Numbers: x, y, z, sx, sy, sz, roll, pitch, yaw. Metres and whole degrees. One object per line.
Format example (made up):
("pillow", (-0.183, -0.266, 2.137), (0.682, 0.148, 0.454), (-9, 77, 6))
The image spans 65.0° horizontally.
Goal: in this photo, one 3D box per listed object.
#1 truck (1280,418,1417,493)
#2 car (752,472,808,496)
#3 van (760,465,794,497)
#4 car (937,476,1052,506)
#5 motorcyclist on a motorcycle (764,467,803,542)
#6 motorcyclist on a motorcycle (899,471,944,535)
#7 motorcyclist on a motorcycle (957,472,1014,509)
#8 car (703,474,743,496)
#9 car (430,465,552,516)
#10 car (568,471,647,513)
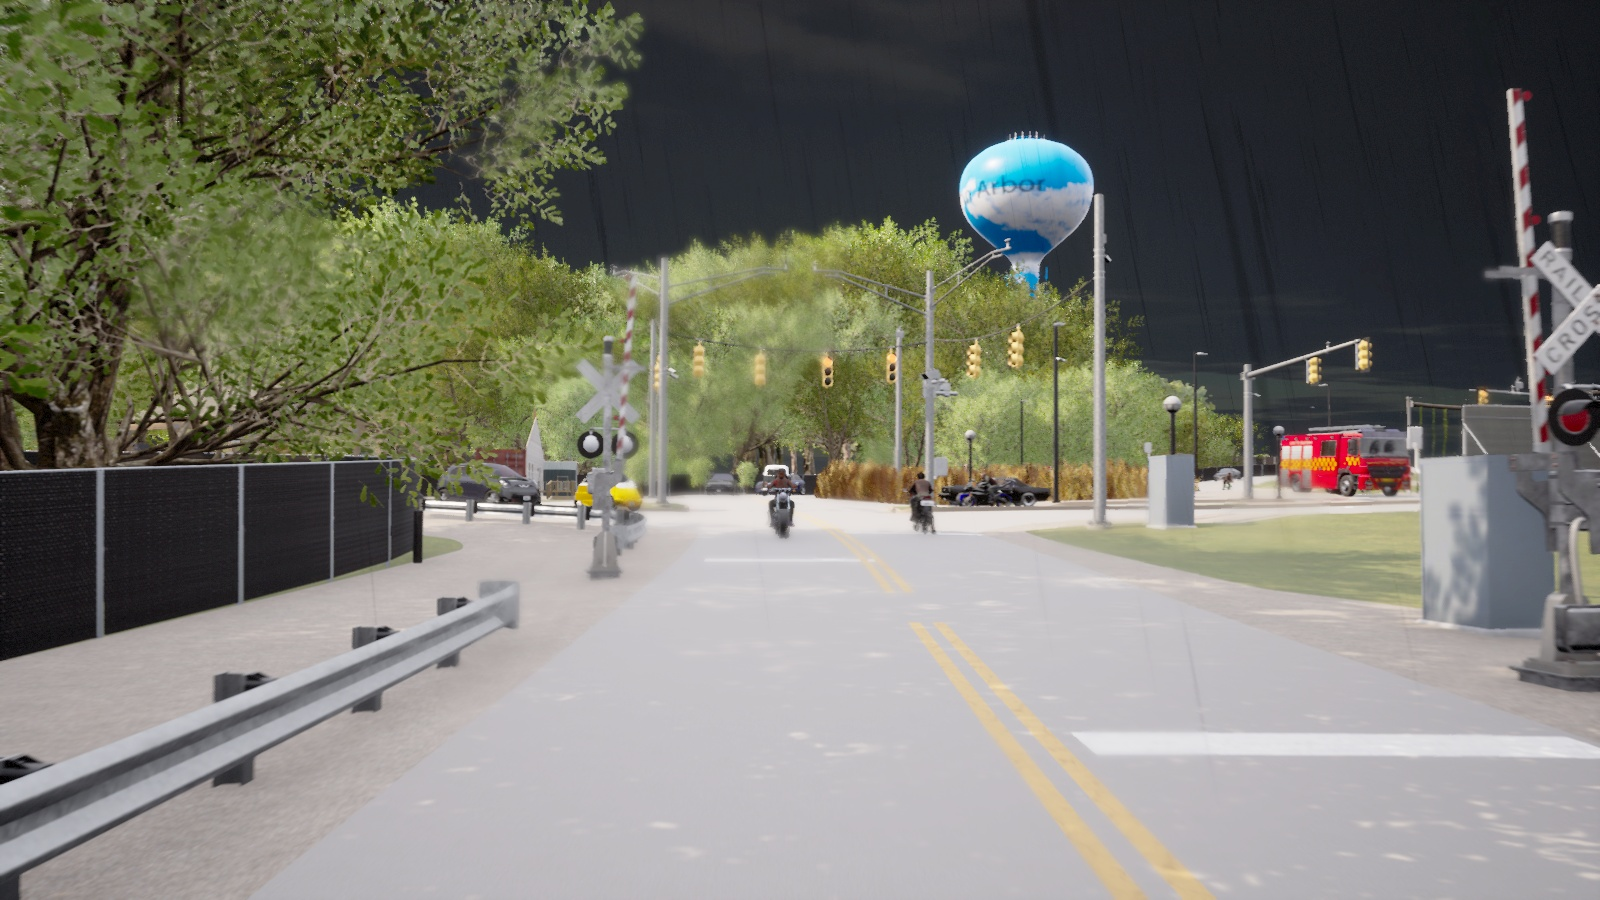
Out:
("truck", (29.798, 0.361, 68.739), (2.891, 3.827, 8.468), (0, -1, -7))
("car", (-1.502, 2.611, 96.379), (2.097, 1.767, 4.553), (-1, -2, 32))
("van", (-1.505, 2.048, 83.204), (2.069, 2.038, 4.480), (0, -2, 1))
("car", (8.585, 1.790, 55.614), (4.718, 1.301, 1.895), (0, -1, -6))
("motorcyclist on a motorcycle", (-0.404, 1.227, 29.102), (0.766, 1.649, 2.350), (0, -1, -4))
("motorcyclist on a motorcycle", (3.019, 1.293, 31.340), (0.797, 1.523, 2.044), (1, -1, -3))
("motorcyclist on a motorcycle", (7.672, 1.663, 51.994), (2.191, 1.530, 0.866), (0, -1, -6))
("car", (-5.060, 2.348, 82.886), (2.033, 1.411, 5.357), (0, -2, 3))
("car", (-9.658, 1.244, 39.138), (3.633, 1.501, 1.845), (-1, -2, 39))
("car", (-6.479, 1.423, 42.276), (2.207, 1.376, 1.481), (-2, -3, 32))
